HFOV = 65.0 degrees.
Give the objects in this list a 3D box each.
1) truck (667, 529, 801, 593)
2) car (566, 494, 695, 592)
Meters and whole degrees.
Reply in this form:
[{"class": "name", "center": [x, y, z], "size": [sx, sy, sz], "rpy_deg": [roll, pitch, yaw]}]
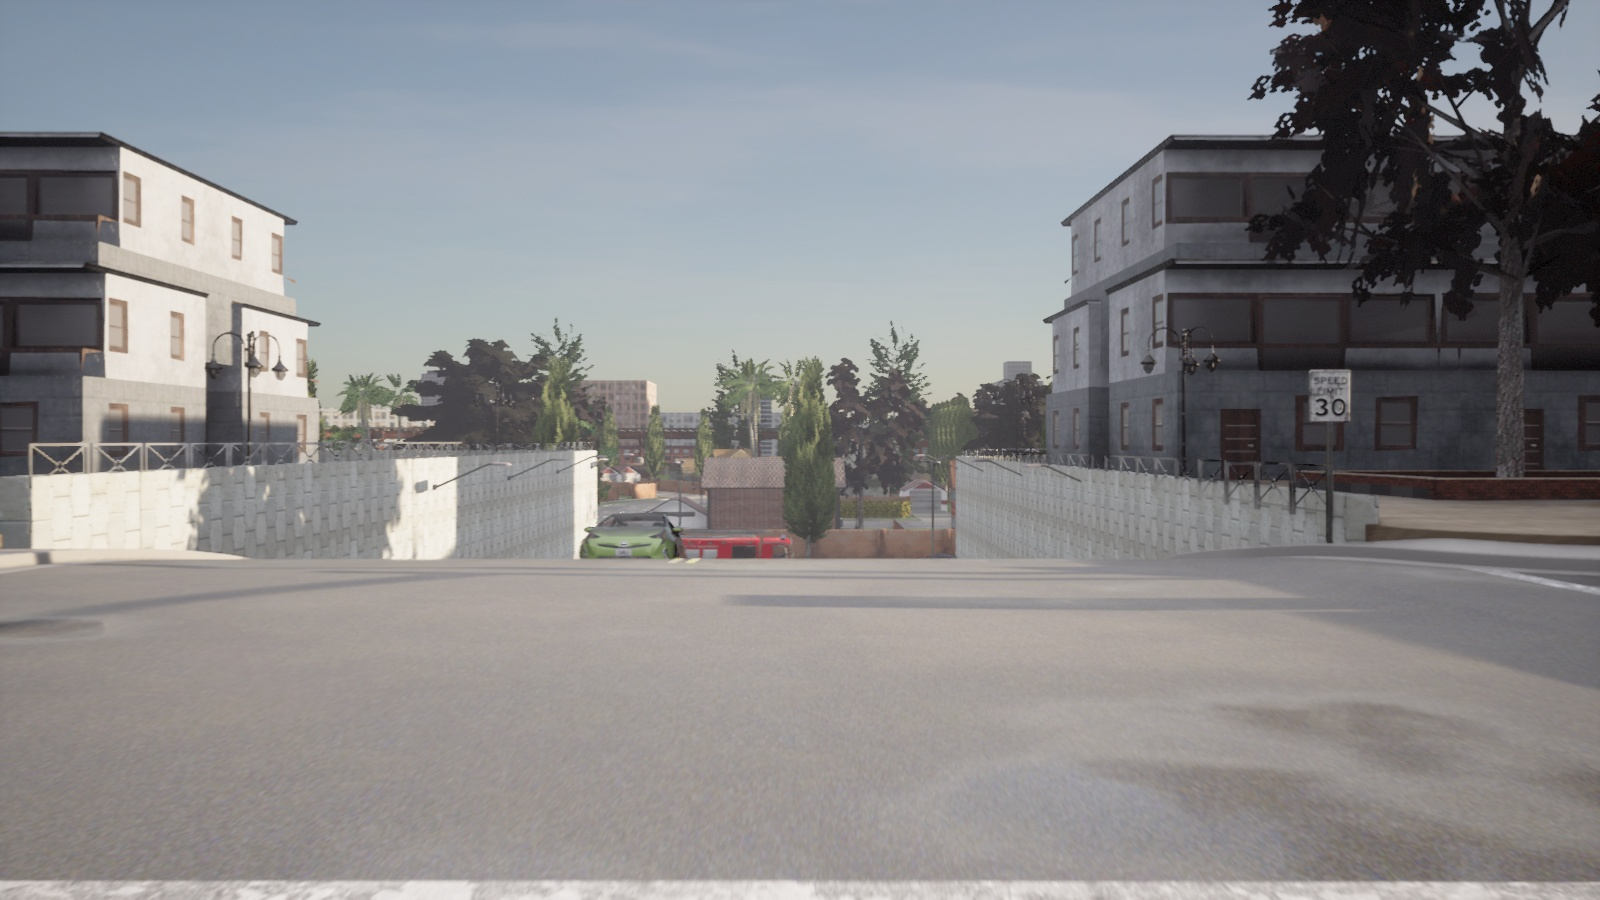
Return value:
[{"class": "truck", "center": [-4.173, 7.116, 80.745], "size": [8.468, 3.827, 2.891], "rpy_deg": [0, 0, 0]}, {"class": "car", "center": [-3.386, 2.001, 26.013], "size": [2.007, 1.525, 4.514], "rpy_deg": [0, -11, 0]}]
